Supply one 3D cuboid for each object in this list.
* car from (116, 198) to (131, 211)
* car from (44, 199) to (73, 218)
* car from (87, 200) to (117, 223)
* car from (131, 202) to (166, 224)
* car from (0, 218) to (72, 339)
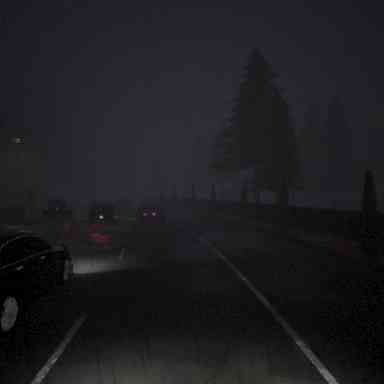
[{"bbox_3d":[-8.795,1.501,41.736,1.882,1.535,5.008,0,0,-23],"label":"car"},{"bbox_3d":[-11.660,1.383,29.240,2.097,1.767,4.553,0,0,-17],"label":"car"},{"bbox_3d":[-7.115,1.524,26.155,1.837,1.490,4.892,0,0,-15],"label":"car"},{"bbox_3d":[-3.156,1.556,24.965,2.033,1.411,5.357,0,0,-14],"label":"car"},{"bbox_3d":[-3.829,1.515,6.494,1.837,1.490,4.892,0,0,-4],"label":"car"}]
